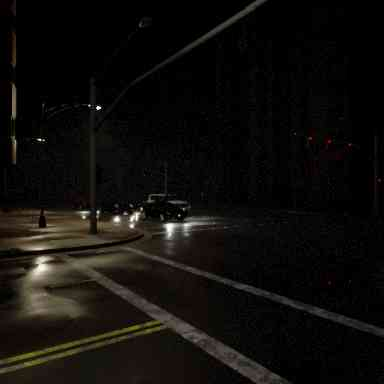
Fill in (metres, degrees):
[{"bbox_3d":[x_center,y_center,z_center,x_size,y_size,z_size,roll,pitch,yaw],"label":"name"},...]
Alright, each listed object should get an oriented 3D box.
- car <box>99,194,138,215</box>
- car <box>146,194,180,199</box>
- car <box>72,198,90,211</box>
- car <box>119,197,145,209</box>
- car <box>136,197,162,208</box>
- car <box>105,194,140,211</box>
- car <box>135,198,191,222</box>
[{"bbox_3d":[-7.712,1.352,33.847,2.097,1.767,4.553,0,0,-36],"label":"car"},{"bbox_3d":[-2.390,1.221,32.492,2.150,2.045,5.566,0,0,-36],"label":"car"},{"bbox_3d":[-13.670,1.478,42.070,1.882,1.535,5.008,0,0,-36],"label":"car"},{"bbox_3d":[-8.511,1.526,47.099,1.812,1.442,4.674,0,0,-36],"label":"car"},{"bbox_3d":[-6.542,1.526,50.338,1.812,1.442,4.674,0,0,-36],"label":"car"},{"bbox_3d":[-8.707,1.221,41.170,2.150,2.045,5.566,0,0,-36],"label":"car"},{"bbox_3d":[-2.378,1.505,26.529,1.837,1.490,4.892,0,0,-36],"label":"car"}]
